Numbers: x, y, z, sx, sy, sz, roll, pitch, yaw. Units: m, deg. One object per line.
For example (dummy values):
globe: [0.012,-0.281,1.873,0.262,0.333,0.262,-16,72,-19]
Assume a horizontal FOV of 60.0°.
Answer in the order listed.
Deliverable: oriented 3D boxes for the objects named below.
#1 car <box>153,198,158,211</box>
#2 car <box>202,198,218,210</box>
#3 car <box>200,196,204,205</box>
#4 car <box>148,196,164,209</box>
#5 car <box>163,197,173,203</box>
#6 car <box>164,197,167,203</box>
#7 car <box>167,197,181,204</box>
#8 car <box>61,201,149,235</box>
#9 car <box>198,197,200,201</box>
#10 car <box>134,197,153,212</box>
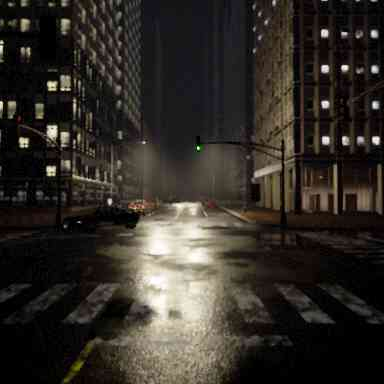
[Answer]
car: [-5.675,1.759,40.815,1.802,1.307,4.206,1,0,0]
car: [2.705,1.783,46.452,1.802,1.307,4.206,1,0,0]
car: [2.708,1.775,57.778,1.752,1.417,4.829,1,0,0]
car: [-5.669,1.516,46.391,2.192,1.841,5.009,1,0,0]
car: [-5.672,1.897,79.841,2.008,1.369,4.403,1,0,0]
car: [-5.672,1.867,74.266,1.887,1.381,4.507,1,0,0]
car: [-2.998,1.605,60.116,1.837,1.490,4.892,0,0,0]
car: [-5.270,1.582,19.817,2.128,1.511,4.902,2,1,39]
car: [2.707,1.839,63.184,1.947,1.339,4.313,1,0,0]
car: [-5.672,1.593,35.241,1.967,1.590,4.097,1,0,0]
